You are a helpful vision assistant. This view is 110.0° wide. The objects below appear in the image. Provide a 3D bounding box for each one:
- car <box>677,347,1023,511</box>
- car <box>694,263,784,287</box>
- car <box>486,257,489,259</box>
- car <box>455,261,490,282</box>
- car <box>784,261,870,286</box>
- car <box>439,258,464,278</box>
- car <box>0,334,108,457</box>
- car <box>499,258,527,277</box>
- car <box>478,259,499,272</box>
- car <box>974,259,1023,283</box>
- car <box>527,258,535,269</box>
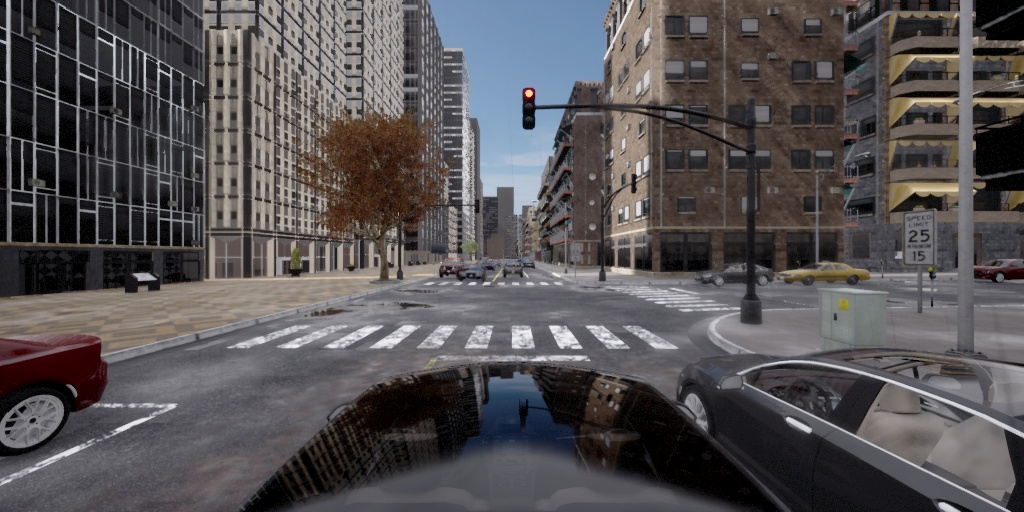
[{"bbox_3d":[2.689,1.300,2.346,2.007,1.370,4.403,0,0,0],"label":"car"},{"bbox_3d":[13.438,1.095,21.760,4.403,1.370,2.007,0,0,-1],"label":"car"},{"bbox_3d":[-3.027,1.284,64.478,2.128,1.511,4.902,0,0,0],"label":"car"},{"bbox_3d":[-3.097,1.323,28.957,1.994,1.385,4.181,0,0,0],"label":"car"},{"bbox_3d":[18.835,0.993,21.814,4.829,1.417,1.751,0,0,-1],"label":"car"},{"bbox_3d":[-5.687,1.079,34.734,2.192,1.841,5.009,0,0,0],"label":"car"},{"bbox_3d":[-5.691,1.295,2.347,1.888,1.381,4.507,0,0,0],"label":"car"},{"bbox_3d":[0.106,1.256,35.569,2.128,1.511,4.902,0,0,0],"label":"car"},{"bbox_3d":[-3.088,1.374,45.825,1.895,1.301,4.718,0,0,0],"label":"car"},{"bbox_3d":[30.139,0.859,21.928,4.507,1.381,1.888,0,0,-1],"label":"car"},{"bbox_3d":[2.697,1.349,56.824,1.948,1.339,4.313,0,0,0],"label":"car"}]
